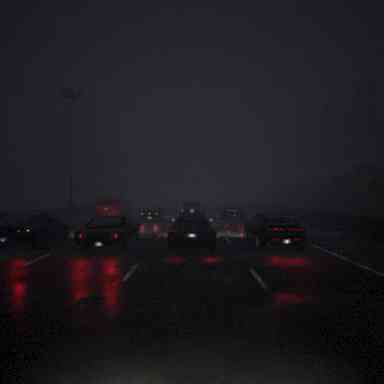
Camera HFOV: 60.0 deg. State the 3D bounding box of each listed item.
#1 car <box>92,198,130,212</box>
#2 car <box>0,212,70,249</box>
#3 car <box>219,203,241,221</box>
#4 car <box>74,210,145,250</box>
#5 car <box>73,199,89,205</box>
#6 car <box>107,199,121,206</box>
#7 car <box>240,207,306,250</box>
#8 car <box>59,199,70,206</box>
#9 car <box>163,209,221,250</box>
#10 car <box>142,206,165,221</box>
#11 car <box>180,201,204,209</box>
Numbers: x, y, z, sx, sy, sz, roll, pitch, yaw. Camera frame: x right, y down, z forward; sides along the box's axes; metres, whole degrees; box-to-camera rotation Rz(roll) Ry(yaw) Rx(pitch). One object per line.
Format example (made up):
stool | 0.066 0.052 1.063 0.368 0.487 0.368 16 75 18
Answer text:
car | -7.000 1.510 29.723 2.150 2.045 5.566 0 -1 0
car | -7.000 1.614 14.675 1.812 1.442 4.674 0 -1 0
car | 3.500 1.748 29.693 2.128 1.511 4.902 0 -1 0
car | -3.500 1.698 14.704 1.895 1.301 4.718 0 -1 0
car | -24.500 2.236 74.829 1.882 1.535 5.008 0 -1 0
car | -17.500 2.284 74.828 2.128 1.511 4.902 0 -1 0
car | 3.500 1.598 14.674 1.837 1.490 4.892 0 -1 0
car | -28.000 2.297 74.828 2.033 1.411 5.357 0 -1 0
car | 0.000 1.654 14.675 1.994 1.385 4.181 0 -1 0
car | -3.500 1.869 29.723 1.895 1.301 4.718 0 -1 0
car | 0.000 1.618 29.665 2.097 1.767 4.553 0 -1 0
